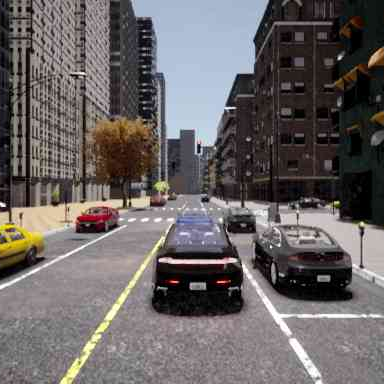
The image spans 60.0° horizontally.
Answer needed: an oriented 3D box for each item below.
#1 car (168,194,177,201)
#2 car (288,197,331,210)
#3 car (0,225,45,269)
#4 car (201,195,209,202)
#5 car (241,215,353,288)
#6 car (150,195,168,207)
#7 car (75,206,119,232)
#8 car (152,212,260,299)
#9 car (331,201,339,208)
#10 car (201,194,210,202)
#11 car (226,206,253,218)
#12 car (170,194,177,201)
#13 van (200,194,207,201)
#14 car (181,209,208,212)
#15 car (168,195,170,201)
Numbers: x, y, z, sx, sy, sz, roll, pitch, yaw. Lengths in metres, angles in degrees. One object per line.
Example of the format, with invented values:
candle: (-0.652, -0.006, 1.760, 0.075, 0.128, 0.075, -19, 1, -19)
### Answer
car: (-5.304, 1.364, 91.180, 2.192, 1.841, 5.009, 0, 0, 0)
car: (13.593, 1.339, 39.456, 4.403, 1.369, 2.008, -1, 1, 0)
car: (-5.655, 1.522, 8.897, 1.752, 1.417, 4.829, 0, 0, 0)
car: (3.031, 1.559, 80.268, 1.752, 1.417, 4.829, 0, 0, 0)
car: (2.725, 1.547, 9.030, 2.008, 1.369, 4.403, 0, 0, 0)
car: (-5.469, 1.323, 52.520, 2.192, 1.841, 5.009, 0, 0, 0)
car: (-5.607, 1.539, 20.132, 1.887, 1.381, 4.507, 0, 0, 0)
car: (0.124, 1.488, 8.431, 2.128, 1.511, 4.902, 0, 0, 0)
car: (18.990, 1.239, 39.487, 4.829, 1.417, 1.752, -1, 1, 0)
car: (3.007, 1.592, 74.575, 1.947, 1.339, 4.313, 0, 0, 0)
car: (2.773, 1.545, 20.096, 2.008, 1.369, 4.403, 0, 0, 0)
car: (-5.327, 1.607, 85.658, 1.947, 1.339, 4.313, 0, 0, 0)
van: (3.054, 1.382, 85.622, 1.690, 1.788, 3.998, 0, 0, 0)
car: (0.154, 1.595, 18.548, 1.895, 1.301, 4.718, 0, 0, 1)
car: (-5.445, 1.578, 58.043, 1.947, 1.339, 4.313, 0, 0, 0)
